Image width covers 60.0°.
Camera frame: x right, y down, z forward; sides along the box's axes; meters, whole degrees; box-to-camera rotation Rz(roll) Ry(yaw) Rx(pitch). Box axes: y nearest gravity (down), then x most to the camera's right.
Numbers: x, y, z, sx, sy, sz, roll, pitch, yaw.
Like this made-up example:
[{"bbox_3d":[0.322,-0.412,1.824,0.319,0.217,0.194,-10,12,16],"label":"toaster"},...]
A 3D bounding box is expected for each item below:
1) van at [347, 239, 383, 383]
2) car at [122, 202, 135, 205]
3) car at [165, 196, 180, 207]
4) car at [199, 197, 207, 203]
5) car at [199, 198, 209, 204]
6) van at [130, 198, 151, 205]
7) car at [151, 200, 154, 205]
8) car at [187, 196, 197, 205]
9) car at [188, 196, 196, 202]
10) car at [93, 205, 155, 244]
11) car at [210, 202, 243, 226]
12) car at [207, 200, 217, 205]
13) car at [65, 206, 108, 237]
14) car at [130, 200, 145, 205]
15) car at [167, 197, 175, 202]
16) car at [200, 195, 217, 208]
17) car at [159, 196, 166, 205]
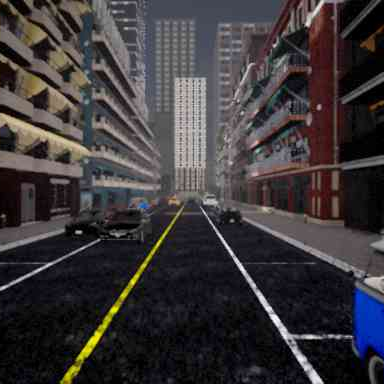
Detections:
[{"bbox_3d":[2.679,1.354,2.347,1.690,1.788,3.998,-1,0,0],"label":"van"},{"bbox_3d":[-5.712,1.671,24.447,1.887,1.381,4.507,0,0,0],"label":"car"},{"bbox_3d":[-3.085,1.785,58.042,1.882,1.535,5.008,0,0,0],"label":"car"},{"bbox_3d":[2.638,1.954,79.841,1.752,1.417,4.829,-1,0,0],"label":"car"},{"bbox_3d":[2.641,1.948,74.148,2.008,1.369,4.403,-1,0,0],"label":"car"},{"bbox_3d":[-5.720,1.526,35.495,1.690,1.788,3.998,-1,0,0],"label":"van"},{"bbox_3d":[-5.723,1.654,41.018,1.967,1.590,4.097,-1,0,0],"label":"car"},{"bbox_3d":[-0.037,1.922,67.522,1.994,1.385,4.181,0,0,0],"label":"car"},{"bbox_3d":[-0.047,1.814,84.249,1.837,1.490,4.892,0,0,0],"label":"car"},{"bbox_3d":[-3.110,1.589,16.394,1.837,1.490,4.892,0,0,0],"label":"car"},{"bbox_3d":[2.669,1.677,24.438,2.008,1.369,4.403,-1,0,0],"label":"car"},{"bbox_3d":[2.666,1.706,29.961,2.008,1.369,4.403,-1,0,0],"label":"car"},{"bbox_3d":[-5.709,1.664,18.923,1.947,1.339,4.313,0,0,0],"label":"car"},{"bbox_3d":[-5.715,1.700,29.971,1.887,1.381,4.507,0,0,0],"label":"car"},{"bbox_3d":[-5.749,2.073,90.727,1.802,1.307,4.206,-1,0,0],"label":"car"},{"bbox_3d":[2.969,1.517,55.413,2.150,2.045,5.566,0,0,0],"label":"car"},{"bbox_3d":[-5.739,1.681,68.635,2.192,1.841,5.009,-1,0,0],"label":"car"}]
